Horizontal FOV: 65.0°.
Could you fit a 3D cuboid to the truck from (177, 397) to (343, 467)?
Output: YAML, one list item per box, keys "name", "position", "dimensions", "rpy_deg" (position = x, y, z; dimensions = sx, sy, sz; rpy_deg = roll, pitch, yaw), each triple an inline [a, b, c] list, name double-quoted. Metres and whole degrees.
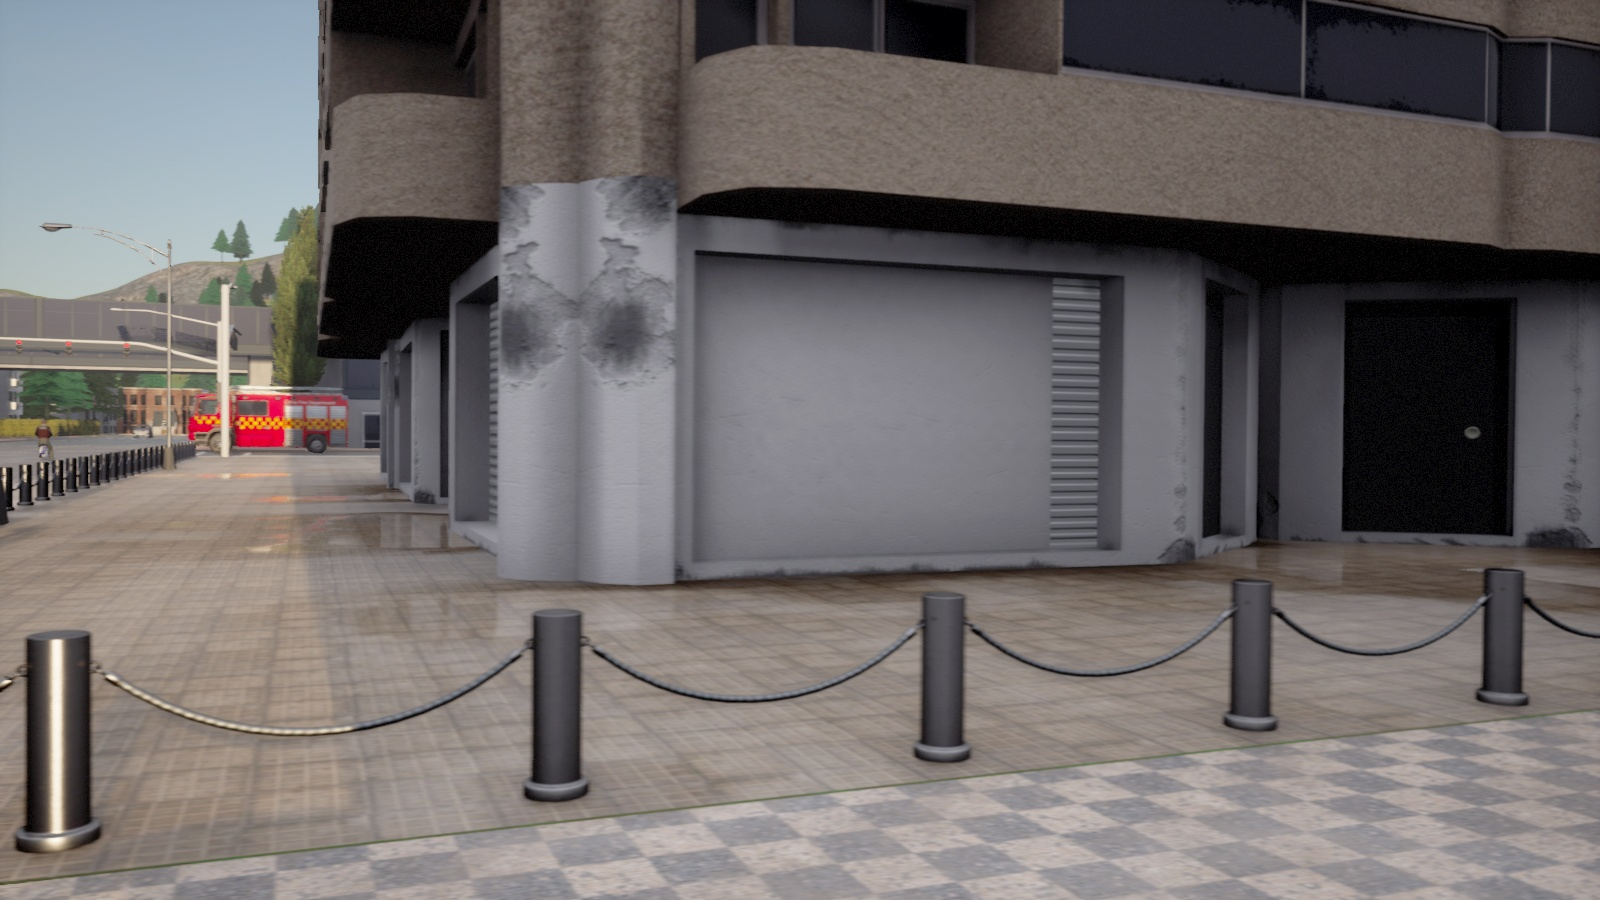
- name: "truck"
  position: [-30.747, -1.049, 71.866]
  dimensions: [8.468, 3.827, 2.891]
  rpy_deg: [-1, 1, -22]
